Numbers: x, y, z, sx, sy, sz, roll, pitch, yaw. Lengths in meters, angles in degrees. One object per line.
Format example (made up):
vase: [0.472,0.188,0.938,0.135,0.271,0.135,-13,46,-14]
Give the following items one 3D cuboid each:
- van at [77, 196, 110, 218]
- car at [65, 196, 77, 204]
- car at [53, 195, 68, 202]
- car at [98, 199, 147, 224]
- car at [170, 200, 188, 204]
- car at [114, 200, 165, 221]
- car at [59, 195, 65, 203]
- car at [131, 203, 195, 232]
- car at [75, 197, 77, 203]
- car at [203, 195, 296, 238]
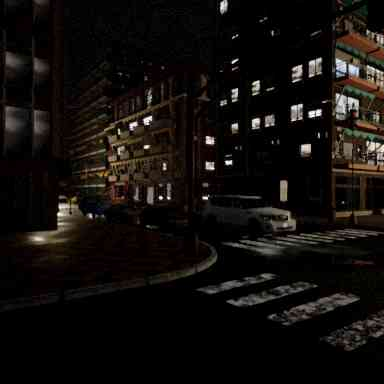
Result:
van: [-8.323,1.265,29.010,1.690,1.788,3.998,0,0,-36]
car: [-21.445,1.447,61.636,1.752,1.417,4.829,0,0,-36]
car: [-27.954,1.360,70.697,1.967,1.590,4.097,0,0,-36]
car: [-4.920,1.458,24.272,1.752,1.417,4.829,0,0,-36]
car: [-1.618,1.487,34.037,1.752,1.417,4.829,0,0,-36]
car: [-4.560,1.488,28.210,2.033,1.411,5.357,0,0,-36]
car: [-24.402,1.456,61.292,2.033,1.411,5.357,0,0,-35]
car: [-1.716,1.525,19.811,1.802,1.307,4.206,0,0,-36]
car: [-11.328,1.525,37.650,1.895,1.301,4.718,0,0,-35]
car: [2.813,1.183,17.786,2.150,2.045,5.566,1,0,-34]
